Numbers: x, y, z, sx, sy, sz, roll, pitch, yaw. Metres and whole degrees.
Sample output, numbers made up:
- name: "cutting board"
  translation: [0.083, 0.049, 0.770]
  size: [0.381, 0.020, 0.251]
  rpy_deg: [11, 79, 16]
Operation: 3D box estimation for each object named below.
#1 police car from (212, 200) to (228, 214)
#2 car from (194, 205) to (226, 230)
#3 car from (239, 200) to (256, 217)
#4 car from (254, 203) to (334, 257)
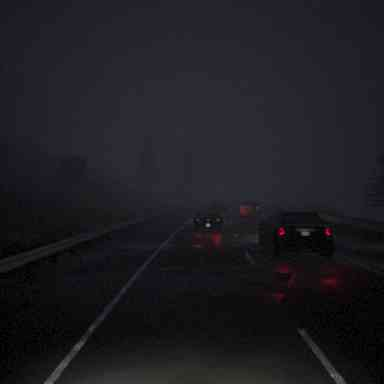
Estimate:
- name: "police car"
  translation: [3.508, 1.836, 42.093]
  size: [1.930, 1.638, 5.238]
  rpy_deg: [0, -1, 9]
- name: "car"
  translation: [1.208, 1.827, 23.179]
  size: [1.895, 1.301, 4.718]
  rpy_deg: [0, -1, 5]
- name: "car"
  translation: [6.123, 1.704, 35.729]
  size: [2.097, 1.767, 4.553]
  rpy_deg: [0, -1, 7]
- name: "car"
  translation: [4.054, 1.490, 13.685]
  size: [2.097, 1.767, 4.553]
  rpy_deg: [0, -1, 3]
